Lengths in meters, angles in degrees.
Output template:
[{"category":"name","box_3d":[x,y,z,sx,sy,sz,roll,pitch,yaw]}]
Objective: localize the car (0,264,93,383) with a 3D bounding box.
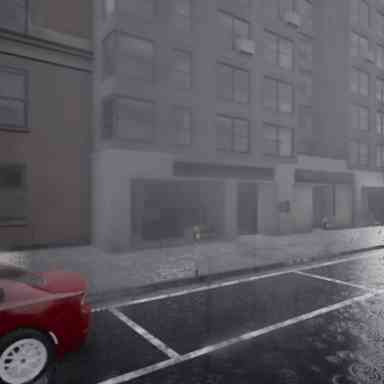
[{"category":"car","box_3d":[-3.453,1.538,3.725,4.507,1.381,1.887,1,0,-36]}]
